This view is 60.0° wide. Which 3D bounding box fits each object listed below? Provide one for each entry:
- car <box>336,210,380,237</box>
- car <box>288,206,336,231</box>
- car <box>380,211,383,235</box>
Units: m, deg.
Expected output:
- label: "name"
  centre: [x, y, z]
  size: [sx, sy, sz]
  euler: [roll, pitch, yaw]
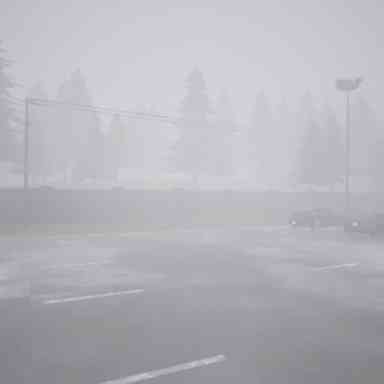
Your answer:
- label: "car"
  centre: [10.807, 1.768, 19.247]
  size: [4.181, 1.385, 1.994]
  euler: [1, 0, -26]
- label: "car"
  centre: [8.618, 1.706, 22.075]
  size: [4.892, 1.490, 1.837]
  euler: [1, 0, -26]
- label: "car"
  centre: [11.619, 1.682, 15.750]
  size: [4.902, 1.511, 2.128]
  euler: [1, 0, -26]
